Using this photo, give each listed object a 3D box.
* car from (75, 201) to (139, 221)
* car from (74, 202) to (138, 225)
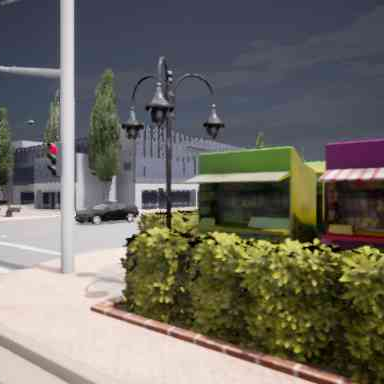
[{"bbox_3d":[-7.244,1.569,28.946,2.033,1.411,5.357,0,0,37],"label":"car"},{"bbox_3d":[-6.233,1.497,24.466,1.882,1.535,5.008,0,0,37],"label":"car"}]
